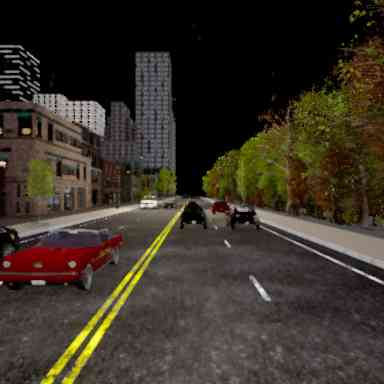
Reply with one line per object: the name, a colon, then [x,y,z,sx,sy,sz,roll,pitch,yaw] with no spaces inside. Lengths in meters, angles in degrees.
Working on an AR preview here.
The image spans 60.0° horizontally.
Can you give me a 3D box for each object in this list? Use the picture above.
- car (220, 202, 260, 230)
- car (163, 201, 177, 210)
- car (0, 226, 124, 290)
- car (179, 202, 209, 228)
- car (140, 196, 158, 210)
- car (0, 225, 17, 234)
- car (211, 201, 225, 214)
car: [3.367,1.690,22.688,2.128,1.511,4.902,0,0,0]
car: [-3.270,1.998,50.598,1.994,1.385,4.181,0,0,0]
car: [-3.331,1.684,9.435,1.895,1.301,4.718,0,-1,0]
car: [0.117,1.715,23.931,1.837,1.490,4.892,0,0,0]
car: [-6.518,1.654,50.538,2.150,2.045,5.566,0,0,1]
car: [-6.582,1.572,9.024,2.128,1.511,4.902,0,-1,0]
car: [3.357,1.823,40.077,1.882,1.535,5.008,0,0,0]
